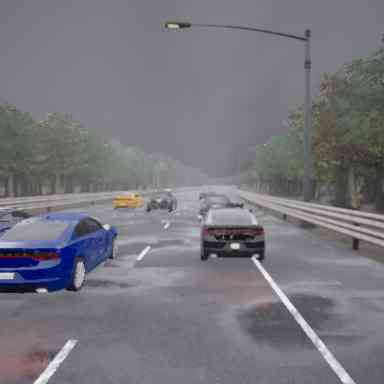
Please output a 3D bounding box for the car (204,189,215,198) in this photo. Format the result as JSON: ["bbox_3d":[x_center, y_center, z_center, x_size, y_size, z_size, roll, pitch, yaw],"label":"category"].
[{"bbox_3d":[3.272,0.262,61.291,1.812,1.442,4.674,0,1,6],"label":"car"}]

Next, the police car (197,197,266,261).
[{"bbox_3d":[1.217,1.183,11.462,1.930,1.638,5.238,0,1,1],"label":"police car"}]

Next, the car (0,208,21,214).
[{"bbox_3d":[-6.708,1.279,11.733,1.812,1.442,4.674,0,1,1],"label":"car"}]

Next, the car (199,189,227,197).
[{"bbox_3d":[1.527,0.909,21.161,2.097,1.767,4.553,0,1,2],"label":"car"}]

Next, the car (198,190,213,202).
[{"bbox_3d":[2.014,0.528,47.165,1.837,1.490,4.892,0,1,6],"label":"car"}]

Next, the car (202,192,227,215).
[{"bbox_3d":[1.800,0.887,27.282,1.801,1.575,5.366,0,1,3],"label":"car"}]

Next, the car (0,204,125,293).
[{"bbox_3d":[-3.276,1.299,8.443,1.882,1.535,5.008,0,1,1],"label":"car"}]

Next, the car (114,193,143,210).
[{"bbox_3d":[-5.925,0.823,31.460,1.882,1.535,5.008,0,1,3],"label":"car"}]

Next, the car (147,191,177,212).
[{"bbox_3d":[-2.540,0.747,29.014,2.097,1.767,4.553,0,1,3],"label":"car"}]
